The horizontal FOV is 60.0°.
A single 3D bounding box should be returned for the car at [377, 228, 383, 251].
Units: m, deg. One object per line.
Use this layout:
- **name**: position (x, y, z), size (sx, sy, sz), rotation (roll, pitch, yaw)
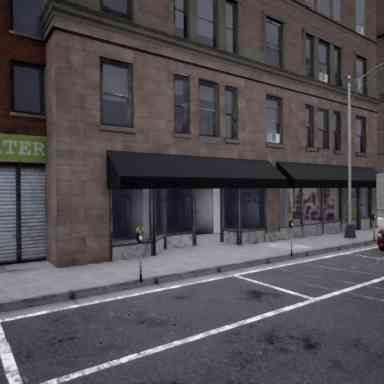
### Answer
- **car**: position (8.922, 1.547, 12.917), size (4.507, 1.381, 1.887), rotation (0, -1, -36)
